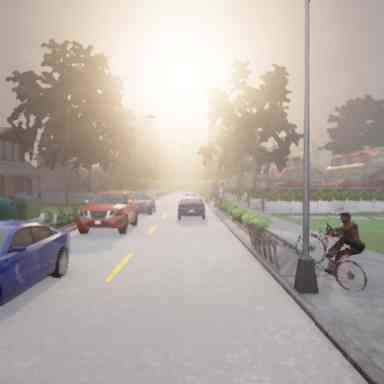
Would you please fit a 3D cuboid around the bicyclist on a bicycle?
[{"bbox_3d":[3.192,1.165,7.209,1.656,1.620,0.582,36,-26,10],"label":"bicyclist on a bicycle"}]

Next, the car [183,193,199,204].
[{"bbox_3d":[-0.166,0.828,45.638,2.033,1.411,5.357,0,1,0],"label":"car"}]

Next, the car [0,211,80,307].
[{"bbox_3d":[-4.129,1.371,6.807,1.882,1.535,5.008,0,1,0],"label":"car"}]

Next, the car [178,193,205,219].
[{"bbox_3d":[-0.038,1.087,24.746,1.882,1.535,5.008,0,1,0],"label":"car"}]

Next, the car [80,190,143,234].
[{"bbox_3d":[-4.194,0.947,17.472,2.150,2.045,5.566,0,1,-1],"label":"car"}]

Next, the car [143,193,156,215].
[{"bbox_3d":[-4.224,0.918,27.673,2.097,1.767,4.553,0,1,0],"label":"car"}]
